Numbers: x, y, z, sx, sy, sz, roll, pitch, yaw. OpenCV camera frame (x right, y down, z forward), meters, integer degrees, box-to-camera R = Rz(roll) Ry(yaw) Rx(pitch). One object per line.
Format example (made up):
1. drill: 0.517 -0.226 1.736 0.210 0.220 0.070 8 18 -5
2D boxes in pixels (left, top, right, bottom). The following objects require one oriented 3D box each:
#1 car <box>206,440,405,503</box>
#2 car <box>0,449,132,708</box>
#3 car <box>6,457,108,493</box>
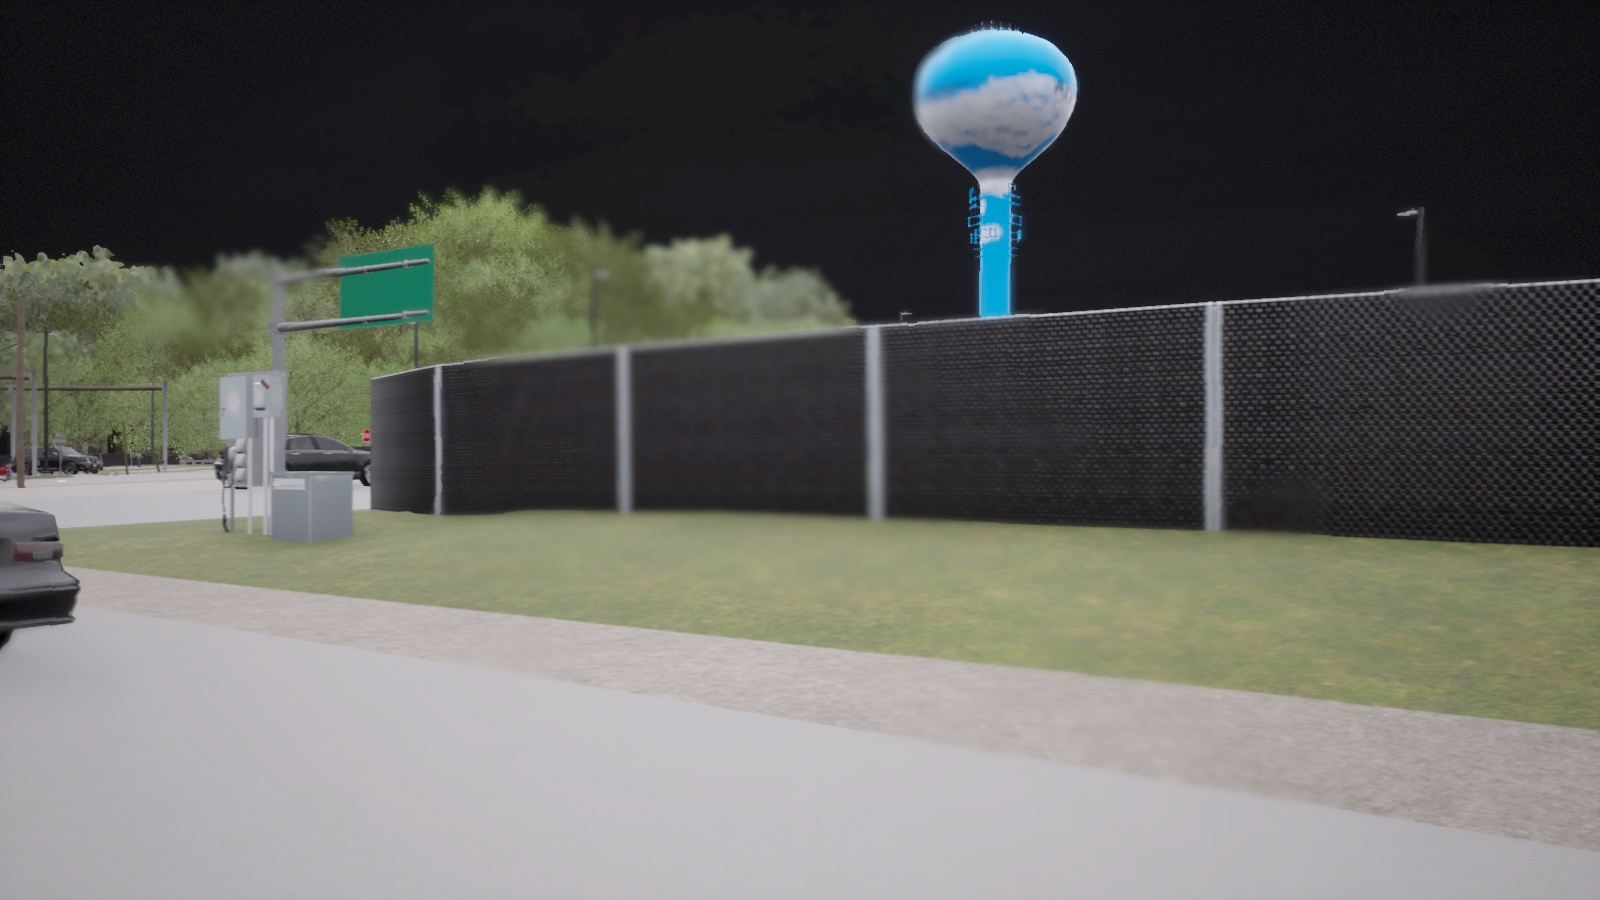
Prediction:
1. car: -13.560 0.552 34.741 1.837 1.490 4.892 -1 1 34
2. car: -6.805 0.748 8.155 5.357 1.411 2.033 -1 1 34
3. car: -48.284 1.632 81.670 5.566 2.045 2.150 -3 -1 9
